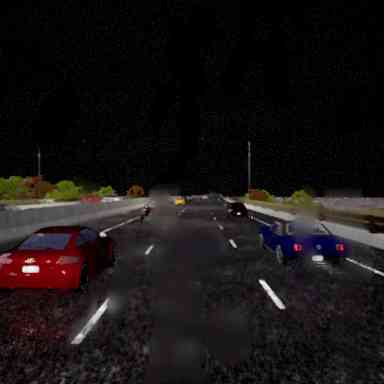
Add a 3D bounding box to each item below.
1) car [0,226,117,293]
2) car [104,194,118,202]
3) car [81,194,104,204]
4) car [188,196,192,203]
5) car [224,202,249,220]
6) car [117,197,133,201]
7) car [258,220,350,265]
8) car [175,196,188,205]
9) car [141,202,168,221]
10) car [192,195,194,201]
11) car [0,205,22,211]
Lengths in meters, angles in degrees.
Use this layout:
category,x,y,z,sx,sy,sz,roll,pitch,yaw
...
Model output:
category,x,y,z,sx,sy,sz,roll,pitch,yaw
car,-3.362,1.590,8.956,1.994,1.385,4.181,0,0,0
car,-16.182,1.486,66.345,2.150,2.045,5.566,0,0,2
car,-19.730,1.474,65.175,2.150,2.045,5.566,0,0,2
car,-1.809,1.678,75.056,2.097,1.767,4.553,0,0,3
car,3.885,1.627,29.522,1.812,1.442,4.674,0,0,1
car,-12.687,1.780,66.237,2.128,1.511,4.902,0,0,2
car,3.656,1.639,11.830,1.895,1.301,4.718,0,0,0
car,-2.252,1.722,64.317,1.801,1.575,5.366,0,0,2
car,-3.139,1.584,28.227,2.128,1.511,4.902,0,0,1
car,-1.286,1.993,86.071,1.895,1.301,4.718,0,0,3
car,-13.908,1.620,24.096,2.033,1.411,5.357,0,0,1
